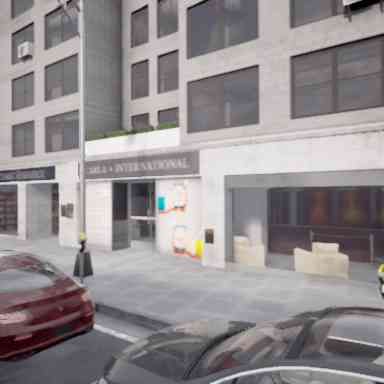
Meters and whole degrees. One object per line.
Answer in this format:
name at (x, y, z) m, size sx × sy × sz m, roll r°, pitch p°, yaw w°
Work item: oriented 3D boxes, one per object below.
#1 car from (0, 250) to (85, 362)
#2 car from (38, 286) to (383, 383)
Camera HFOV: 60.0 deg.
car at (-3.357, 1.638, 5.476) m, size 4.206 × 1.307 × 1.802 m, roll -1°, pitch 0°, yaw 36°
car at (1.140, 1.553, 2.266) m, size 4.403 × 1.369 × 2.008 m, roll -1°, pitch 0°, yaw 36°
